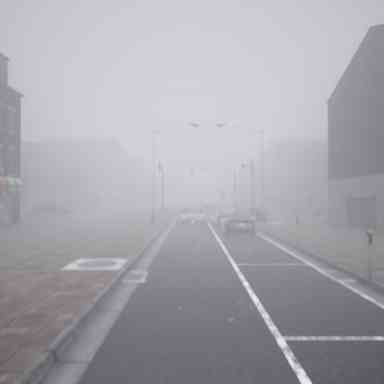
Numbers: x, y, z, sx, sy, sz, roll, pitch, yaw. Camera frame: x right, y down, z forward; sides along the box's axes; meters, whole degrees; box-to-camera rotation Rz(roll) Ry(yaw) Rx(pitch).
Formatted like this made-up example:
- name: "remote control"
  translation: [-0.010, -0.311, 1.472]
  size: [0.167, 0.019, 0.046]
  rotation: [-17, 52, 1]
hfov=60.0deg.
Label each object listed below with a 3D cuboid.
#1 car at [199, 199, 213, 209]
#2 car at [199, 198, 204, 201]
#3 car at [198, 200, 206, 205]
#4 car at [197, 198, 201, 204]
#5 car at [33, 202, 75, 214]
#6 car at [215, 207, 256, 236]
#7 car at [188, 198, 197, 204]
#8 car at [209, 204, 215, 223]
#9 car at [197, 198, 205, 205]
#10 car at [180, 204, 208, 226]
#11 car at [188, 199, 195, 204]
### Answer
- name: "car"
  translation: [2.625, 2.240, 54.351]
  size: [1.887, 1.381, 4.507]
  rotation: [0, -1, 0]
- name: "car"
  translation: [2.623, 2.305, 60.200]
  size: [1.752, 1.417, 4.829]
  rotation: [0, -1, 0]
- name: "car"
  translation: [2.613, 2.790, 88.423]
  size: [1.947, 1.339, 4.313]
  rotation: [0, -1, 0]
- name: "car"
  translation: [2.619, 2.514, 71.387]
  size: [1.947, 1.339, 4.313]
  rotation: [0, -1, 0]
- name: "car"
  translation: [-16.228, 1.962, 39.285]
  size: [4.674, 1.442, 1.812]
  rotation: [0, -1, 0]
- name: "car"
  translation: [2.635, 1.799, 19.648]
  size: [1.947, 1.339, 4.313]
  rotation: [0, -1, 0]
- name: "car"
  translation: [-0.023, 2.683, 84.065]
  size: [2.033, 1.411, 5.357]
  rotation: [0, -1, 0]
- name: "car"
  translation: [2.634, 1.855, 25.323]
  size: [2.008, 1.369, 4.403]
  rotation: [0, -1, 0]
- name: "car"
  translation: [2.612, 2.635, 94.107]
  size: [2.192, 1.841, 5.009]
  rotation: [0, -1, 0]
- name: "car"
  translation: [0.071, 1.922, 26.615]
  size: [1.895, 1.301, 4.718]
  rotation: [0, -1, 0]
- name: "car"
  translation: [-0.026, 2.712, 94.488]
  size: [1.994, 1.385, 4.181]
  rotation: [0, -1, 0]
